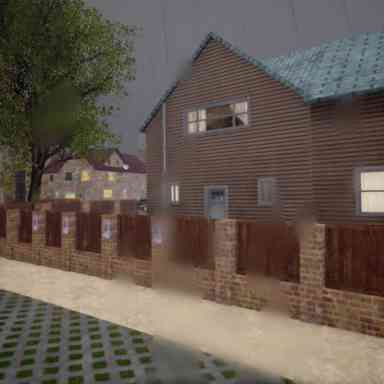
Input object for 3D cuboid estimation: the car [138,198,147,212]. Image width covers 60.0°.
[{"bbox_3d":[-4.855,1.376,35.981,1.837,1.490,4.892,-1,-1,29],"label":"car"}]
